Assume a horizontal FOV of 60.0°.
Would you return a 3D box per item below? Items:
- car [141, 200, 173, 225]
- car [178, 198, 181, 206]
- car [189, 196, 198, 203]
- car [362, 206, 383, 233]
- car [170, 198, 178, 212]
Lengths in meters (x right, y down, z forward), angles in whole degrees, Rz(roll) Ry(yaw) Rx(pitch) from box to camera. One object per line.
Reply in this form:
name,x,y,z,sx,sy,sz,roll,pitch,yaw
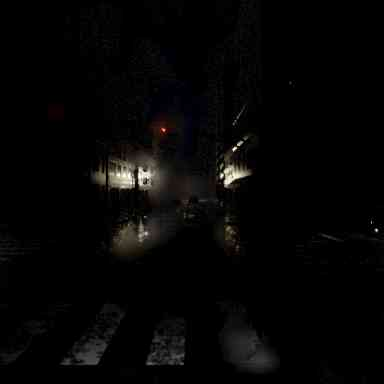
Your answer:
car,-2.655,1.548,24.481,2.033,1.411,5.357,0,0,-5
car,-2.860,1.639,55.717,1.895,1.301,4.718,0,0,1
car,0.297,1.546,71.084,1.882,1.535,5.008,0,0,0
car,11.369,1.383,15.707,5.357,1.411,2.033,-1,0,0
car,-2.970,1.578,38.491,1.994,1.385,4.181,0,0,0
